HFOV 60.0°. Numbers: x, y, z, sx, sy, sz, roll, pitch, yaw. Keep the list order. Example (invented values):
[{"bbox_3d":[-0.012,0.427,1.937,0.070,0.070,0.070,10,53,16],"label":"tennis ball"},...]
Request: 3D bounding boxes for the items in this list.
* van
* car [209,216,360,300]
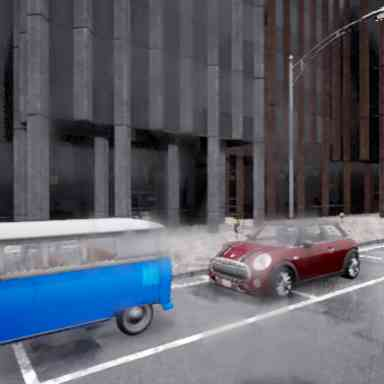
[{"bbox_3d":[-2.214,1.342,5.074,3.998,1.788,1.690,0,0,-36],"label":"van"},{"bbox_3d":[2.374,1.445,8.348,4.097,1.590,1.967,0,0,-36],"label":"car"}]
